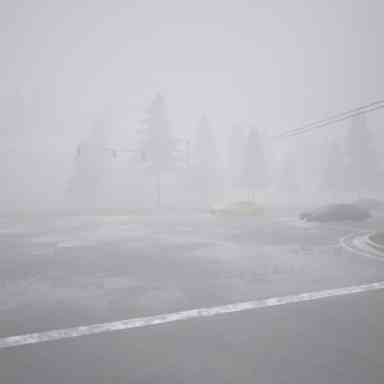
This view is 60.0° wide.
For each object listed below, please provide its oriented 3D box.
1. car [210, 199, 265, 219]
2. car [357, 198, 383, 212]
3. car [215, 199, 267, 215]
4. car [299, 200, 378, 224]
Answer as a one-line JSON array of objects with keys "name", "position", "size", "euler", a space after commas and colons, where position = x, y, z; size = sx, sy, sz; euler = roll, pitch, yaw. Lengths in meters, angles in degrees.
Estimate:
[{"name": "car", "position": [4.060, 1.477, 29.509], "size": [5.008, 1.535, 1.882], "euler": [0, 0, -20]}, {"name": "car", "position": [19.777, 1.477, 38.292], "size": [5.008, 1.535, 1.882], "euler": [0, 0, -16]}, {"name": "car", "position": [4.974, 1.507, 33.574], "size": [4.892, 1.490, 1.837], "euler": [1, 0, -20]}, {"name": "car", "position": [10.559, 1.547, 24.424], "size": [5.357, 1.411, 2.033], "euler": [0, 0, -19]}]
